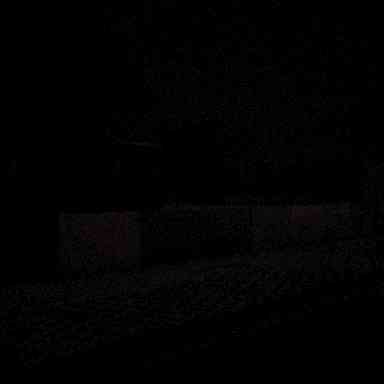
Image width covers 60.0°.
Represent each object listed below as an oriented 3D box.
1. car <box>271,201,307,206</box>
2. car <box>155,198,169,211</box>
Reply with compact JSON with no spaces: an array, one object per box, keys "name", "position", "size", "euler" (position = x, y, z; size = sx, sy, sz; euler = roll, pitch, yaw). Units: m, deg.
[{"name":"car","position":[9.415,1.622,30.028],"size":[4.902,1.511,2.128],"euler":[0,3,38]},{"name":"car","position":[-4.923,1.582,42.817],"size":[2.128,1.511,4.902],"euler":[-4,3,-44]}]
